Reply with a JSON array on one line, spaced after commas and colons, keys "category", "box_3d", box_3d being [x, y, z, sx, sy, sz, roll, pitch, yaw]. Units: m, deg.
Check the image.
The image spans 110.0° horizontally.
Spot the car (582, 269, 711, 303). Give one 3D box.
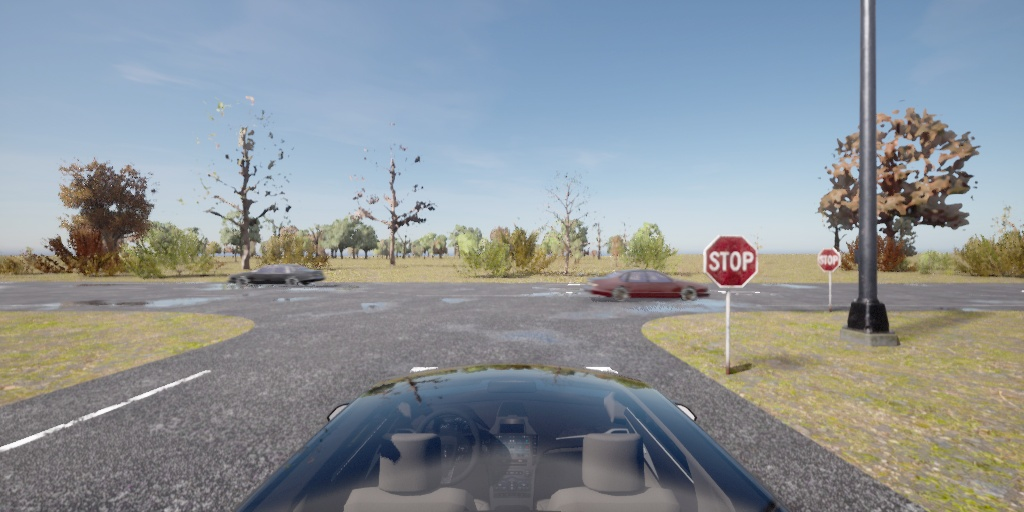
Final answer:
[{"category": "car", "box_3d": [5.990, 1.313, 16.359, 5.357, 1.411, 2.033, 0, 0, -2]}]

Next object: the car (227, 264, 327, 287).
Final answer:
[{"category": "car", "box_3d": [-14.837, 1.224, 22.827, 5.357, 1.411, 2.033, 0, 0, -2]}]
